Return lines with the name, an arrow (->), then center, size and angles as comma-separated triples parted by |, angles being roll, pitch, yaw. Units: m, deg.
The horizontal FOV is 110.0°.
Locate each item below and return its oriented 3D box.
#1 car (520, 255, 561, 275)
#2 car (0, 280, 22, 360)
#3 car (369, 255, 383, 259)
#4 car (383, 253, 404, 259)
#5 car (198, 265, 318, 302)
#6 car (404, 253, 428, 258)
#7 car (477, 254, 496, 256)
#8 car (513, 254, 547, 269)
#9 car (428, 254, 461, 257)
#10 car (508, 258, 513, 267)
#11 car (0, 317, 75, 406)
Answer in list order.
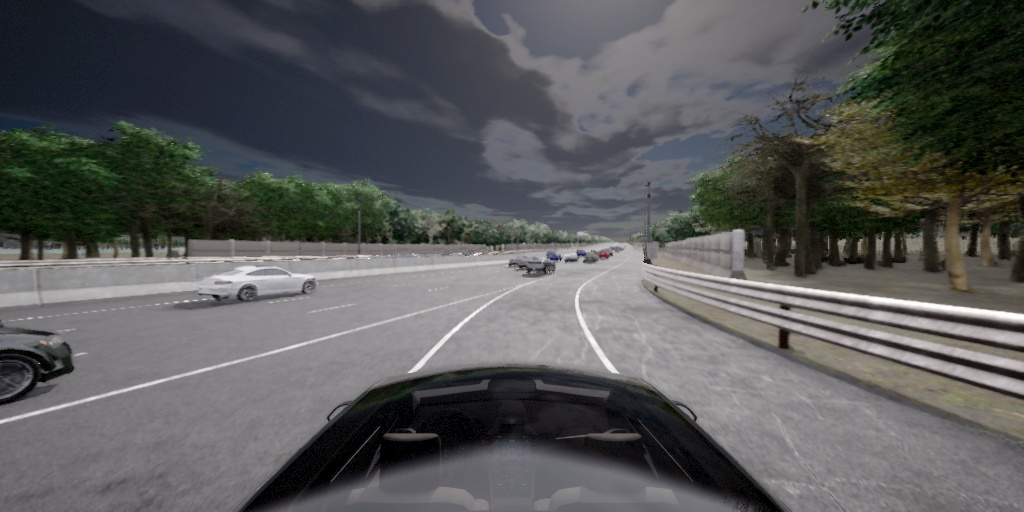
car -> 2.733, 0.899, 33.183 | 2.128, 1.511, 4.902 | 0, 1, 20
car -> -11.442, 1.270, 5.129 | 1.837, 1.490, 4.892 | 0, 1, 20
car -> -19.490, 0.533, 53.867 | 2.128, 1.511, 4.902 | 0, 1, 21
car -> -16.164, 0.418, 52.787 | 2.097, 1.767, 4.553 | 0, 1, 21
car -> -11.117, 1.141, 16.081 | 1.812, 1.442, 4.674 | 0, 1, 20
car -> -12.870, 0.445, 51.613 | 2.097, 1.767, 4.553 | 0, 1, 21
car -> -4.059, 0.420, 65.269 | 1.837, 1.490, 4.892 | 1, 1, 20
car -> 2.227, 0.826, 41.850 | 2.033, 1.411, 5.357 | 0, 1, 20
car -> -9.524, 0.680, 50.591 | 1.994, 1.385, 4.181 | 0, 1, 21
car -> 1.161, 0.718, 49.041 | 2.033, 1.411, 5.357 | 0, 1, 20
car -> -8.157, 1.336, 3.941 | 1.994, 1.385, 4.181 | 0, 1, 20
